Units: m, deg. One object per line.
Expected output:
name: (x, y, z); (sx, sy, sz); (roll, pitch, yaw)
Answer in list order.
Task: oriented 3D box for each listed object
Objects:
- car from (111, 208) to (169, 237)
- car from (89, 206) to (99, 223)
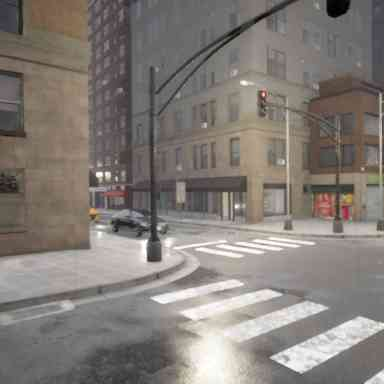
car: (-3.198, 1.690, 19.496); (1.812, 1.442, 4.674); (-1, 0, -38)
car: (-9.338, 1.732, 27.552); (1.882, 1.535, 5.008); (-1, 0, -37)
